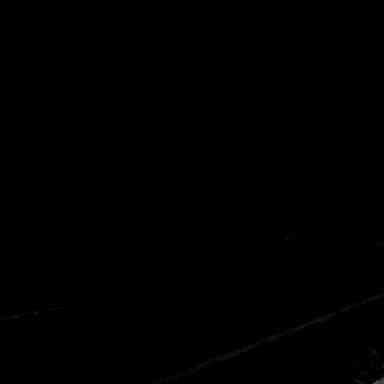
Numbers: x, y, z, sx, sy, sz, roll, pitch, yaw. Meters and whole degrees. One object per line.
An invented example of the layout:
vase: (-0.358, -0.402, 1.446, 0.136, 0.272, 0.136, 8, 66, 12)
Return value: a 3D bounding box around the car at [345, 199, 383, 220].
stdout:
car: (17.344, 1.683, 31.182, 2.435, 2.045, 5.566, 2, -2, -43)
